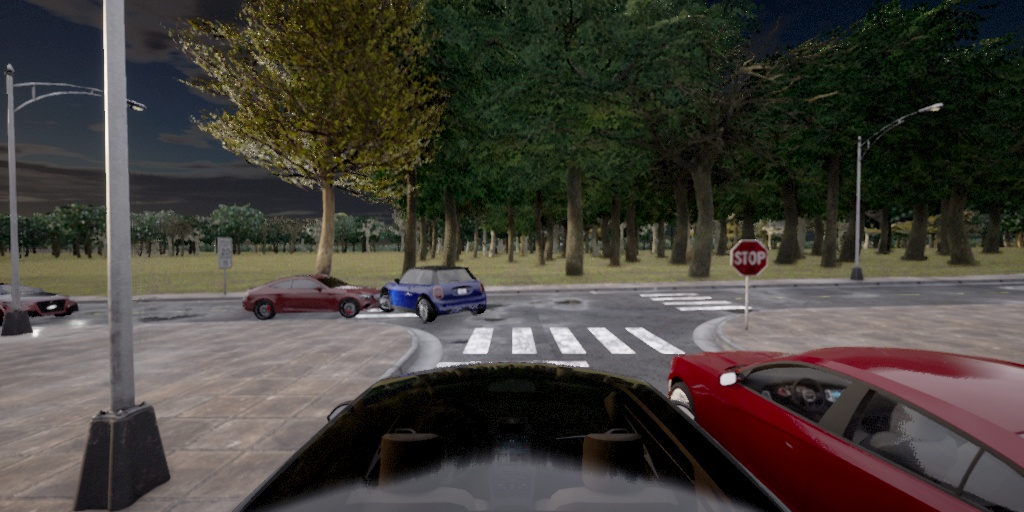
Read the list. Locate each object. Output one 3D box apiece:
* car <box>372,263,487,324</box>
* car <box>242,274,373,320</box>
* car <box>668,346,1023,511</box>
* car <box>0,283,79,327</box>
[{"bbox_3d":[-2.894,1.107,12.501,2.097,1.767,4.553,-3,1,-41],"label":"car"},{"bbox_3d":[-7.004,1.385,12.832,4.674,1.442,1.812,-1,1,0],"label":"car"},{"bbox_3d":[2.638,1.292,2.372,1.888,1.381,4.507,0,0,0],"label":"car"},{"bbox_3d":[-18.489,1.701,12.869,4.181,1.385,1.994,-1,1,1],"label":"car"}]
